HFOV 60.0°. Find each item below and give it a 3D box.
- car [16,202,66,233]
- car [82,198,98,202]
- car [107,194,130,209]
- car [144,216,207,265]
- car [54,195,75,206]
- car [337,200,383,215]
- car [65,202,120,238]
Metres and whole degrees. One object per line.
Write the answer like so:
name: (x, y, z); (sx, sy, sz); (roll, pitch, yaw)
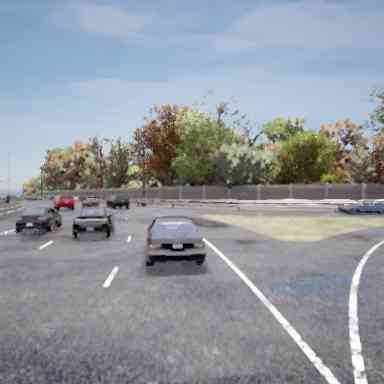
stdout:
car: (-9.165, 1.592, 20.138); (1.812, 1.442, 4.674); (0, 0, -11)
car: (-14.041, 1.632, 46.112); (1.837, 1.490, 4.892); (0, 0, -27)
car: (-10.388, 1.335, 46.625); (2.150, 2.045, 5.566); (0, 0, -27)
car: (-0.715, 1.568, 11.801); (2.033, 1.411, 5.357); (0, 0, -7)
car: (-16.854, 1.356, 43.914); (2.150, 2.045, 5.566); (0, 0, -27)
car: (17.175, 1.530, 32.569); (5.357, 1.411, 2.033); (0, 0, 11)
car: (-5.236, 1.540, 18.099); (2.128, 1.511, 4.902); (0, 0, -10)
